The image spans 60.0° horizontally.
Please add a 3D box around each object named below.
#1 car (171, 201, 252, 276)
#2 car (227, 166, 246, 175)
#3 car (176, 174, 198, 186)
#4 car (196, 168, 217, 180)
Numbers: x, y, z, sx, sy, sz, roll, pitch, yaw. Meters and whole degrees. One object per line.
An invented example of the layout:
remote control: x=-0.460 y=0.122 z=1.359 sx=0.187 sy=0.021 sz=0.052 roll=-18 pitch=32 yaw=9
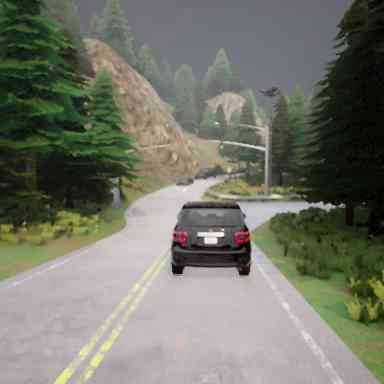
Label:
car: x=0.613 y=1.310 z=10.810 sx=2.150 sy=2.045 sz=5.566 roll=0 pitch=-1 yaw=3
car: x=9.554 y=-4.606 z=70.145 sx=4.553 sy=1.767 sz=2.097 roll=-9 pitch=9 yaw=-38
car: x=-1.082 y=-1.772 z=54.129 sx=1.994 sy=1.385 sz=4.181 roll=1 pitch=9 yaw=17
car: x=2.711 y=-3.456 z=62.792 sx=2.150 sy=2.045 sz=5.566 roll=3 pitch=9 yaw=34
